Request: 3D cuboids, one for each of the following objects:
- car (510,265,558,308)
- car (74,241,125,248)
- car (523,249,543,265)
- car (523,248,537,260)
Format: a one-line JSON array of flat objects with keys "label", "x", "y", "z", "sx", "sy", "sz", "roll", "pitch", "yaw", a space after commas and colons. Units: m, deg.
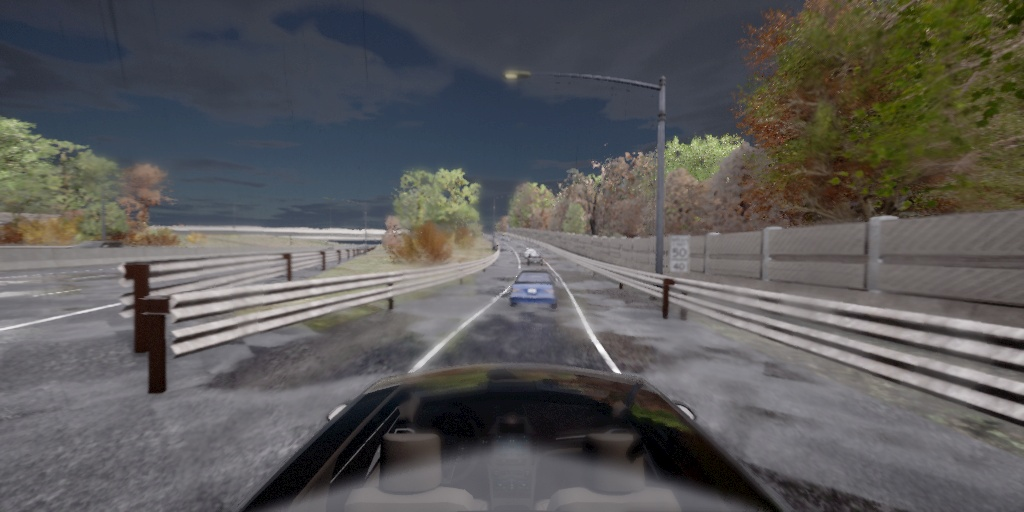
[{"label": "car", "x": 0.995, "y": 1.303, "z": 15.395, "sx": 2.033, "sy": 1.411, "sz": 5.357, "roll": 1, "pitch": 0, "yaw": 6}, {"label": "car", "x": -40.823, "y": -0.471, "z": 35.277, "sx": 2.150, "sy": 2.045, "sz": 5.566, "roll": 0, "pitch": 1, "yaw": -20}, {"label": "car", "x": 2.701, "y": 0.347, "z": 43.507, "sx": 2.128, "sy": 1.511, "sz": 4.902, "roll": 1, "pitch": 3, "yaw": 0}, {"label": "car", "x": 2.719, "y": -0.359, "z": 54.220, "sx": 1.812, "sy": 1.442, "sz": 4.674, "roll": 1, "pitch": 5, "yaw": -1}]
